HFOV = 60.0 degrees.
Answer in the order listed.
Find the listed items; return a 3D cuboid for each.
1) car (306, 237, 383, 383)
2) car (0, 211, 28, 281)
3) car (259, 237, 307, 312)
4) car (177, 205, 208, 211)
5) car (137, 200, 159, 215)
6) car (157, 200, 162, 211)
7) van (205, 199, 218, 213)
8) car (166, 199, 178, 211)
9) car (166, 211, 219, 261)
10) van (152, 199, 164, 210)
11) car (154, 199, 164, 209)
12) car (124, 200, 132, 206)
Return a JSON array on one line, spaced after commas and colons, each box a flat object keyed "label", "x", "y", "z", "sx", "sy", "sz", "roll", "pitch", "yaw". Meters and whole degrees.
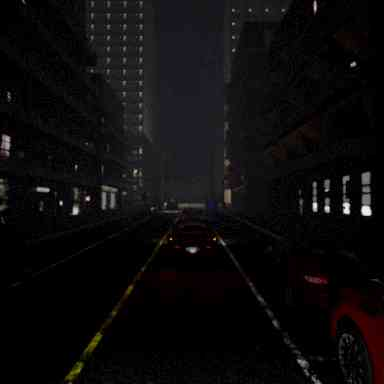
[{"label": "car", "x": 2.708, "y": 1.344, "z": 2.093, "sx": 2.192, "sy": 1.841, "sz": 5.009, "roll": 1, "pitch": -1, "yaw": 0}, {"label": "car", "x": -5.675, "y": 1.415, "z": 7.577, "sx": 2.192, "sy": 1.841, "sz": 5.009, "roll": 1, "pitch": -1, "yaw": 0}, {"label": "car", "x": 2.702, "y": 1.683, "z": 7.629, "sx": 1.802, "sy": 1.307, "sz": 4.206, "roll": 1, "pitch": -1, "yaw": 0}, {"label": "car", "x": 0.029, "y": 1.947, "z": 26.673, "sx": 1.895, "sy": 1.301, "sz": 4.718, "roll": 0, "pitch": -1, "yaw": 0}, {"label": "car", "x": -5.657, "y": 2.079, "z": 40.812, "sx": 2.008, "sy": 1.369, "sz": 4.403, "roll": 1, "pitch": -1, "yaw": 0}, {"label": "car", "x": -5.660, "y": 2.181, "z": 46.353, "sx": 1.802, "sy": 1.307, "sz": 4.206, "roll": 1, "pitch": -1, "yaw": 0}, {"label": "van", "x": 2.692, "y": 1.941, "z": 46.411, "sx": 1.690, "sy": 1.788, "sz": 3.998, "roll": 1, "pitch": -1, "yaw": 0}, {"label": "car", "x": -3.089, "y": 2.230, "z": 52.886, "sx": 2.033, "sy": 1.411, "sz": 5.357, "roll": 0, "pitch": -1, "yaw": 0}, {"label": "car", "x": 0.044, "y": 1.695, "z": 12.960, "sx": 1.812, "sy": 1.442, "sz": 4.674, "roll": 0, "pitch": -1, "yaw": 0}, {"label": "van", "x": -5.829, "y": 2.082, "z": 57.436, "sx": 1.690, "sy": 1.788, "sz": 3.998, "roll": 1, "pitch": -1, "yaw": 0}, {"label": "car", "x": -5.662, "y": 2.236, "z": 51.892, "sx": 1.947, "sy": 1.339, "sz": 4.313, "roll": 1, "pitch": -1, "yaw": 0}, {"label": "car", "x": -16.519, "y": 2.529, "z": 80.074, "sx": 4.097, "sy": 1.590, "sz": 1.967, "roll": 0, "pitch": -2, "yaw": 0}]
